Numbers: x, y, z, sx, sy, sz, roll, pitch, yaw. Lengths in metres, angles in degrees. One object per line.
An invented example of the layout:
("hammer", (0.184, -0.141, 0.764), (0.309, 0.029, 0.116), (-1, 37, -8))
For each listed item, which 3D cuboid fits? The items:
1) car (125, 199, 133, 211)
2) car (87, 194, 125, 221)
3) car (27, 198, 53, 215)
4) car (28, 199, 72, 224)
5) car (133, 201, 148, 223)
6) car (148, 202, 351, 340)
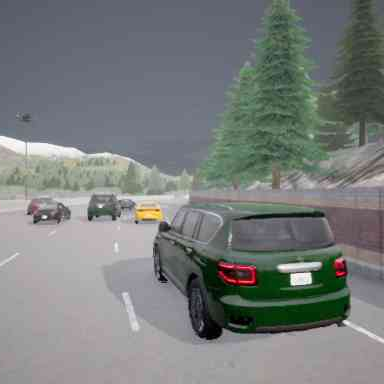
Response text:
("car", (-8.104, 1.546, 41.140), (2.033, 1.411, 5.357), (0, 0, -1))
("car", (-7.168, 1.219, 27.617), (2.150, 2.045, 5.566), (0, 0, -6))
("car", (-14.718, 1.353, 33.417), (2.097, 1.767, 4.553), (0, 0, -5))
("car", (-10.300, 1.525, 24.748), (1.812, 1.442, 4.674), (0, 0, -8))
("car", (-3.342, 1.477, 25.498), (1.882, 1.535, 5.008), (0, 0, -8))
("car", (0.654, 1.221, 6.887), (2.150, 2.045, 5.566), (0, 0, -16))
